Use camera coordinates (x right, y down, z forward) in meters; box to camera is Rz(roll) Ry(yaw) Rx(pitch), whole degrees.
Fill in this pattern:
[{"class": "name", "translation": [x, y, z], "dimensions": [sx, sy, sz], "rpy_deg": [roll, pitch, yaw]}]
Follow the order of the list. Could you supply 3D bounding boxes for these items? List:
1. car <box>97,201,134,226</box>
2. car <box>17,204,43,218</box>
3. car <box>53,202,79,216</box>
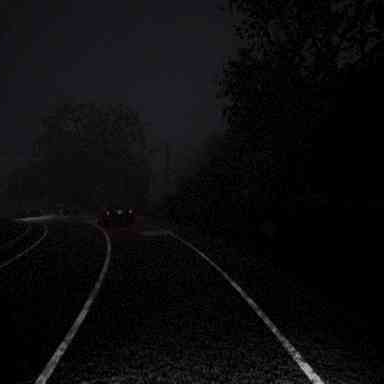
[{"class": "car", "translation": [-5.872, 1.464, 25.075], "dimensions": [2.097, 1.767, 4.553], "rpy_deg": [-3, 1, -23]}, {"class": "car", "translation": [-19.565, 2.220, 40.009], "dimensions": [1.882, 1.535, 5.008], "rpy_deg": [-4, 1, -41]}, {"class": "car", "translation": [-15.211, 1.951, 39.996], "dimensions": [2.128, 1.511, 4.902], "rpy_deg": [-4, 1, -39]}]
